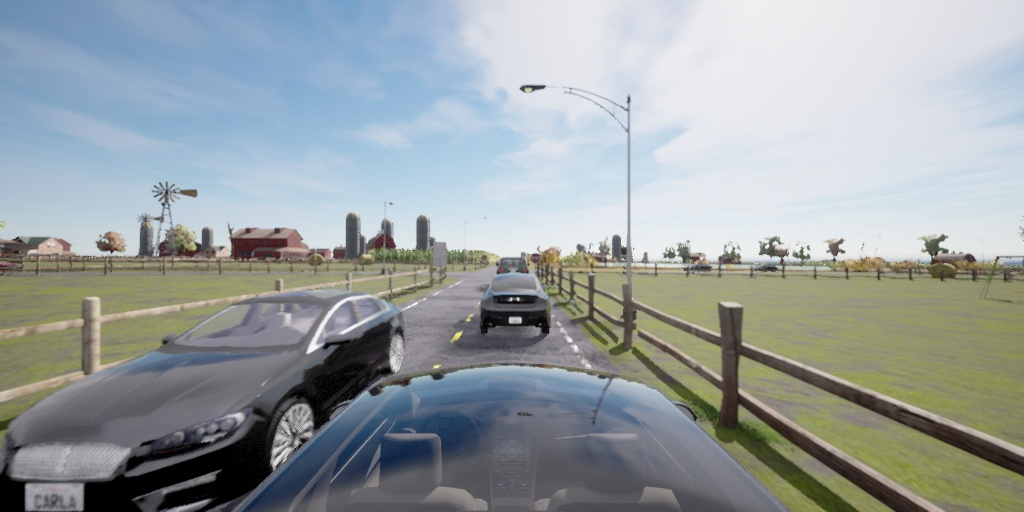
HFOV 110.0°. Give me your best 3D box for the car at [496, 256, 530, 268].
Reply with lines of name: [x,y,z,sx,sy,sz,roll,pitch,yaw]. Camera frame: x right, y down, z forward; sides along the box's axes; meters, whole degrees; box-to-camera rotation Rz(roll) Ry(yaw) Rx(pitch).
car: [0.063,1.038,24.542,2.150,2.045,5.566,0,0,0]

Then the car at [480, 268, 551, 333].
car: [0.084,1.279,10.861,1.837,1.490,4.892,0,0,0]

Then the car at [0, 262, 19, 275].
car: [-41.712,0.694,27.497,5.008,1.535,1.882,1,-1,-21]

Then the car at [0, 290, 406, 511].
car: [-2.849,1.249,4.687,2.128,1.511,4.902,0,0,0]
